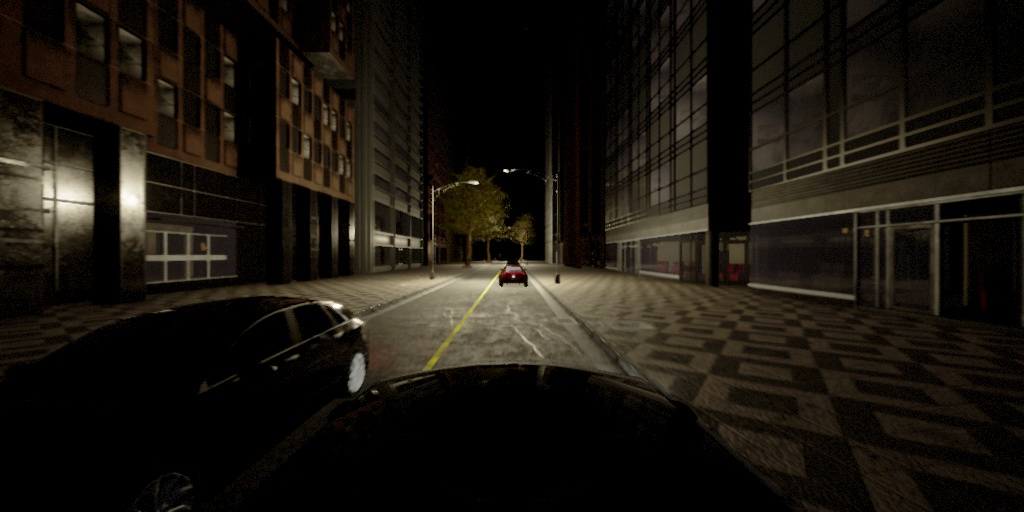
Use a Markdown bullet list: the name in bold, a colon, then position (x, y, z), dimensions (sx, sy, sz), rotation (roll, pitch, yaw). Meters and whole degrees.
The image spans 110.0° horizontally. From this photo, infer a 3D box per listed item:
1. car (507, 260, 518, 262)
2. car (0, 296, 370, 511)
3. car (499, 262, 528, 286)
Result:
- **car**: position (0.101, 1.255, 47.408), dimensions (1.837, 1.490, 4.892), rotation (0, 0, 0)
- **car**: position (-3.094, 1.255, 3.682), dimensions (1.837, 1.490, 4.892), rotation (0, 0, 0)
- **car**: position (0.099, 1.315, 25.444), dimensions (1.994, 1.385, 4.181), rotation (0, 0, 0)
